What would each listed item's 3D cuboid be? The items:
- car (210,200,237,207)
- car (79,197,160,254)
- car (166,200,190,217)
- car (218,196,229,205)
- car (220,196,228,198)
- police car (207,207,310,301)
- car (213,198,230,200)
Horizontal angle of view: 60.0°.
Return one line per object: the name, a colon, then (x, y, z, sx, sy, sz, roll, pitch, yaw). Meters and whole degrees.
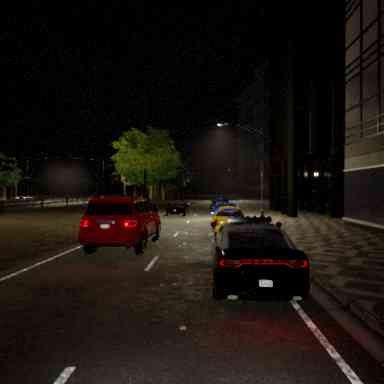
car: (2.027, 1.455, 18.435, 1.801, 1.575, 5.366, 0, 0, 4)
car: (-2.711, 1.219, 13.644, 2.150, 2.045, 5.566, 0, 0, 3)
car: (-1.291, 1.483, 31.946, 1.882, 1.535, 5.008, 0, 0, 5)
car: (5.962, 1.541, 62.628, 1.837, 1.490, 4.892, 0, 0, 9)
car: (3.472, 1.565, 44.520, 2.033, 1.411, 5.357, 0, 0, 8)
police car: (1.441, 1.424, 8.498, 1.930, 1.638, 5.238, 0, 0, 3)
car: (2.455, 1.480, 24.154, 1.882, 1.535, 5.008, 0, 0, 5)
